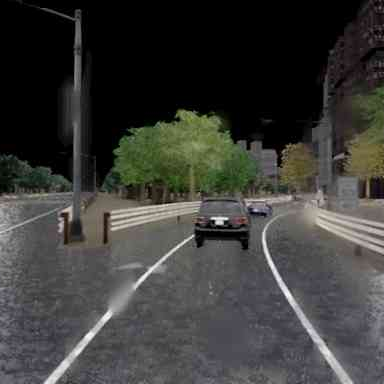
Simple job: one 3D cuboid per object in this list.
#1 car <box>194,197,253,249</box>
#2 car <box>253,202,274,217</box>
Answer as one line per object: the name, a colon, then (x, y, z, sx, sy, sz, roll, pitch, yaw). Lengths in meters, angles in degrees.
car: (1.527, 1.230, 15.003, 2.150, 2.045, 5.566, 0, 0, 11)
car: (6.465, 1.591, 31.413, 1.994, 1.385, 4.181, 0, 0, 22)
